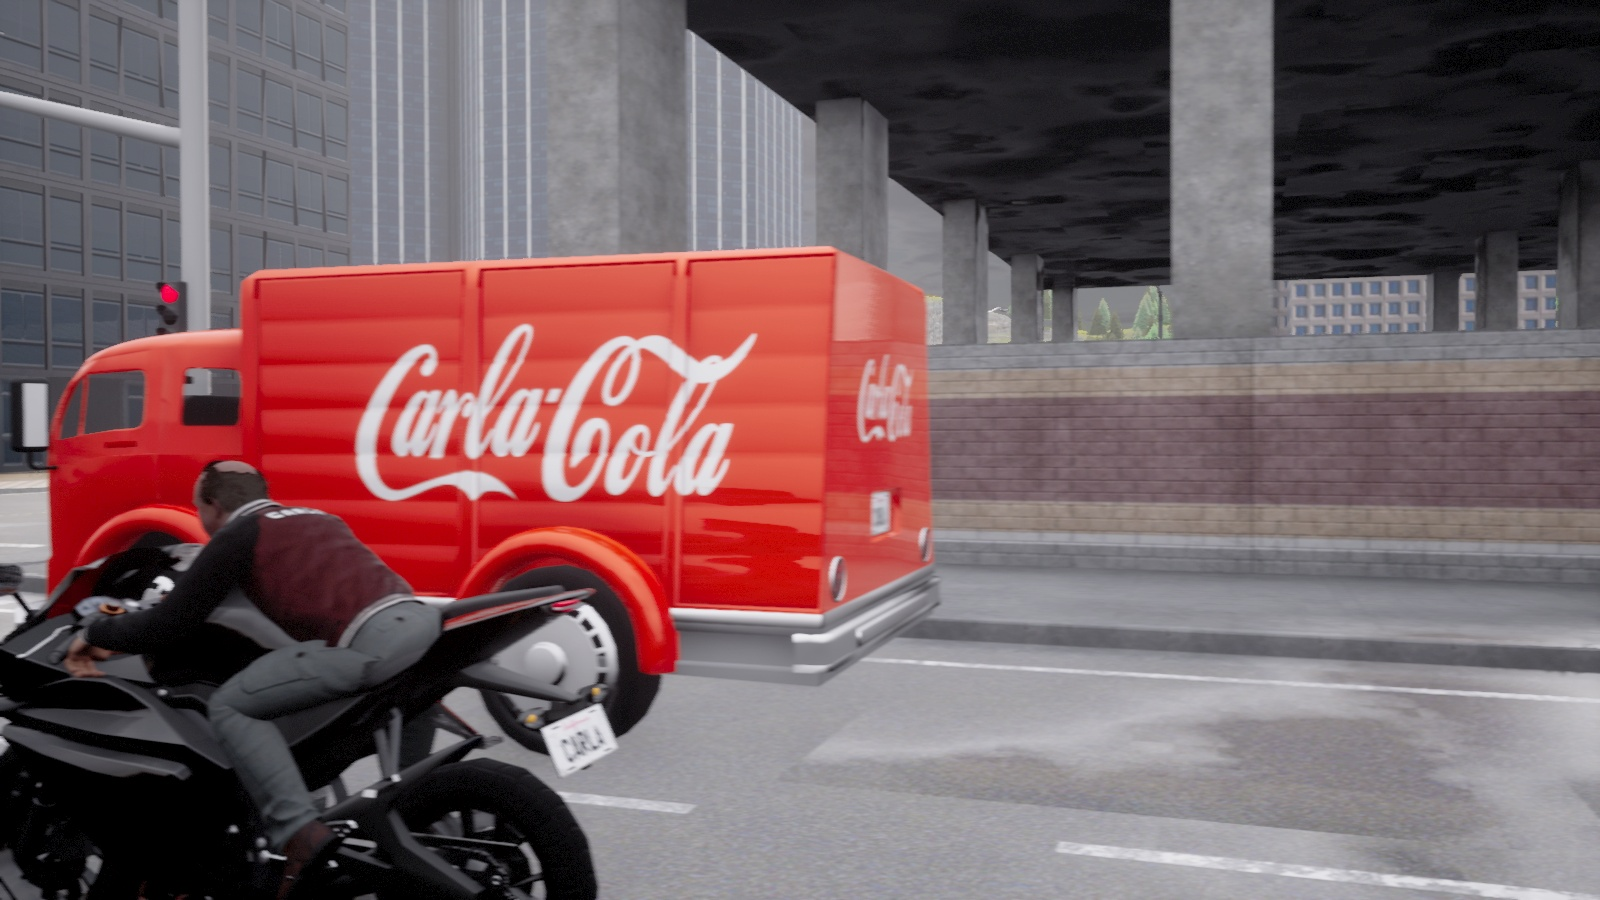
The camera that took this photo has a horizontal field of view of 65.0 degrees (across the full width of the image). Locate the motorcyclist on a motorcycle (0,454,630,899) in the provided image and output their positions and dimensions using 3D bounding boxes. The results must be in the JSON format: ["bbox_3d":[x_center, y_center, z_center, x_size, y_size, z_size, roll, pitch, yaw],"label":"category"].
[{"bbox_3d":[-1.694,0.795,3.764,2.191,1.530,0.866,1,1,19],"label":"motorcyclist on a motorcycle"}]

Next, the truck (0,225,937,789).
[{"bbox_3d":[-2.022,0.211,7.560,5.204,2.467,2.627,1,1,19],"label":"truck"}]
